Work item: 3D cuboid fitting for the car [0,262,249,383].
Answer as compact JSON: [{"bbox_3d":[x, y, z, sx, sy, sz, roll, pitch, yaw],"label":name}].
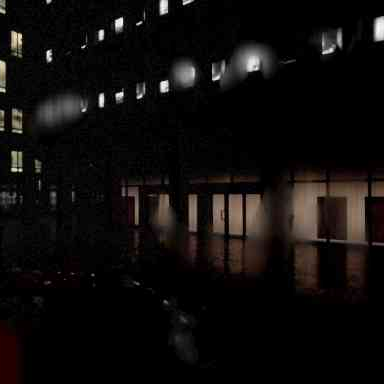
[{"bbox_3d":[-1.546,1.545,4.001,4.507,1.381,1.887,0,0,36],"label":"car"}]
